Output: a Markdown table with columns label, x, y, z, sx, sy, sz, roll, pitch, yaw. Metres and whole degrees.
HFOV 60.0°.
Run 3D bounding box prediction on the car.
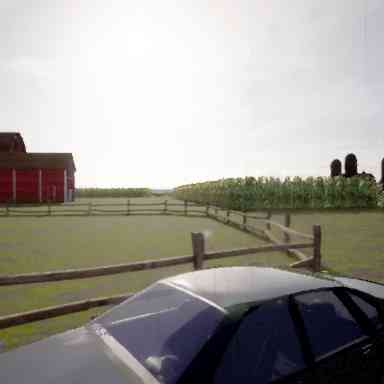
| label | x | y | z | sx | sy | sz | roll | pitch | yaw |
| --- | --- | --- | --- | --- | --- | --- | --- | --- | --- |
| car | 0.383 | 1.533 | 3.241 | 5.357 | 1.411 | 2.033 | 0 | 0 | -34 |
